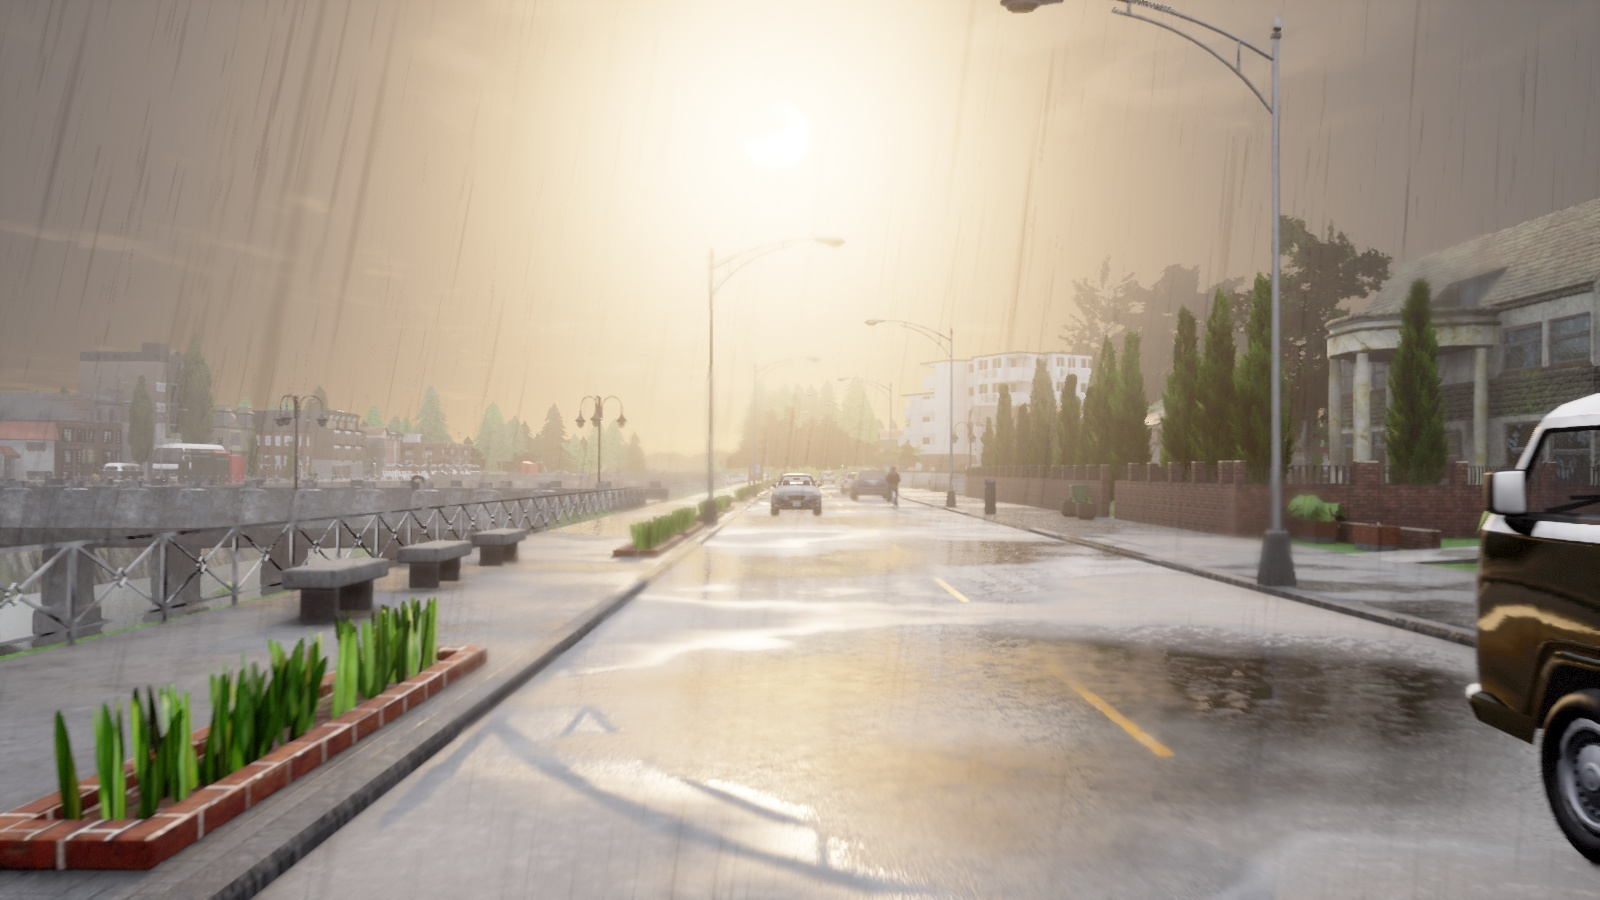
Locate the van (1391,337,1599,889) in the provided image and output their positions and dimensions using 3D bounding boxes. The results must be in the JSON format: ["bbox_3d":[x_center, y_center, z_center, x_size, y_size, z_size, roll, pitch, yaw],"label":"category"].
[{"bbox_3d":[3.990,0.589,4.002,2.069,2.038,4.480,0,-1,0],"label":"van"}]

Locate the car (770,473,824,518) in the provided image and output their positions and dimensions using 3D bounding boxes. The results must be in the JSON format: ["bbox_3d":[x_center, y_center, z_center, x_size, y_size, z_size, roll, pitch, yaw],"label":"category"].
[{"bbox_3d":[-0.104,1.573,44.470,1.816,1.474,4.193,0,-1,0],"label":"car"}]

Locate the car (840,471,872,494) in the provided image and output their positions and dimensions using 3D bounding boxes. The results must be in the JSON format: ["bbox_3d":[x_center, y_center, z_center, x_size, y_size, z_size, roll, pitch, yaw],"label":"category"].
[{"bbox_3d":[3.798,2.202,85.870,1.970,1.475,3.806,0,-1,0],"label":"car"}]

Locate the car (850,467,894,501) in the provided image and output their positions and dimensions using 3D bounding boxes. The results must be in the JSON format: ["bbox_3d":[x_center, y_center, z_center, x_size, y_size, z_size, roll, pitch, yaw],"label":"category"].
[{"bbox_3d":[3.841,1.793,67.827,2.097,1.767,4.553,0,-1,0],"label":"car"}]
